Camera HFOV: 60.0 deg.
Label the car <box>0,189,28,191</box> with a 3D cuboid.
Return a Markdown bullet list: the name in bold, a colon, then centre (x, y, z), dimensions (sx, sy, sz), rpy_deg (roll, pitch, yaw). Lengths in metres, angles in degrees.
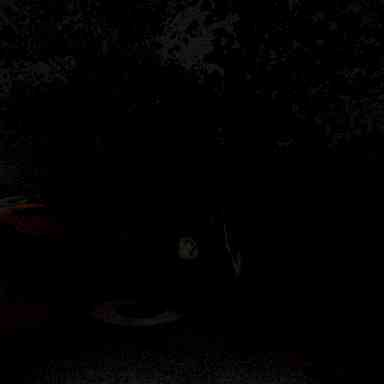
- **car**: centre (-12.599, 0.835, 24.618), dimensions (5.366, 1.575, 1.946), rpy_deg (1, 2, -30)

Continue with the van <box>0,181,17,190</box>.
- **van**: centre (-43.280, -1.553, 77.364), dimensions (4.442, 1.987, 1.878), rpy_deg (1, 1, -30)

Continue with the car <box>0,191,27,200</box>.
- **car**: centre (-8.287, 1.060, 17.659), dimensions (4.553, 1.767, 2.185), rpy_deg (1, 2, -30)

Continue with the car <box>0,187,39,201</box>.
- **car**: centre (-20.777, 0.193, 39.066), dimensions (4.792, 1.488, 2.163), rpy_deg (1, 1, -30)

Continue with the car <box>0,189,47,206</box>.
- **car**: centre (-16.646, 0.521, 31.869), dimensions (4.792, 1.488, 2.163), rpy_deg (1, 2, -30)

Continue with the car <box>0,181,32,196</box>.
- **car**: centre (-27.790, -0.558, 50.986), dimensions (5.566, 2.045, 2.435), rpy_deg (1, 1, -30)

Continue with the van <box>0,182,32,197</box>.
- **van**: centre (-24.877, -0.346, 46.277), dimensions (4.442, 1.987, 1.878), rpy_deg (1, 1, -30)

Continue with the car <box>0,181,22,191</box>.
- **car**: centre (-39.014, -1.300, 70.227), dimensions (5.566, 2.045, 2.435), rpy_deg (1, 1, -30)

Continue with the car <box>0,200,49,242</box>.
- **car**: centre (-6.928, 1.301, 15.252), dimensions (5.008, 1.535, 2.097), rpy_deg (1, 2, -30)

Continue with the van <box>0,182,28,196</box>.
- **van**: centre (-26.473, -0.442, 48.551), dimensions (4.442, 1.987, 1.878), rpy_deg (1, 1, -30)

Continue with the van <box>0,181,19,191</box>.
- **van**: centre (-40.285, -1.365, 72.692), dimensions (4.442, 1.987, 1.878), rpy_deg (1, 1, -30)

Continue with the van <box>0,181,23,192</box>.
- **van**: centre (-34.705, -0.996, 63.126), dimensions (4.442, 1.987, 1.878), rpy_deg (1, 1, -30)

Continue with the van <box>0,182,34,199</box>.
- **van**: centre (-22.273, -0.162, 41.367), dimensions (4.442, 1.987, 1.878), rpy_deg (1, 2, -31)

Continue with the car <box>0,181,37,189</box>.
- **car**: centre (-15.193, 0.358, 29.500), dimensions (5.566, 2.045, 2.435), rpy_deg (1, 2, -30)

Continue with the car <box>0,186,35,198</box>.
- **car**: centre (-23.585, -0.030, 43.834), dimensions (5.008, 1.535, 2.097), rpy_deg (1, 1, -30)

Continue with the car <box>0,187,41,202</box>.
- **car**: centre (-19.448, 0.293, 36.788), dimensions (4.792, 1.488, 2.163), rpy_deg (1, 2, -30)
